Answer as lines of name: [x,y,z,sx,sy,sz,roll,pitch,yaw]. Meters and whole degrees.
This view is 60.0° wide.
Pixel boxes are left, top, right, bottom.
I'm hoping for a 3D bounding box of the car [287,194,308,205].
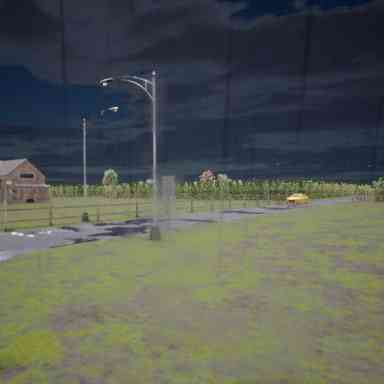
car: [15.551,1.029,49.001,1.882,1.535,5.008,0,0,37]
